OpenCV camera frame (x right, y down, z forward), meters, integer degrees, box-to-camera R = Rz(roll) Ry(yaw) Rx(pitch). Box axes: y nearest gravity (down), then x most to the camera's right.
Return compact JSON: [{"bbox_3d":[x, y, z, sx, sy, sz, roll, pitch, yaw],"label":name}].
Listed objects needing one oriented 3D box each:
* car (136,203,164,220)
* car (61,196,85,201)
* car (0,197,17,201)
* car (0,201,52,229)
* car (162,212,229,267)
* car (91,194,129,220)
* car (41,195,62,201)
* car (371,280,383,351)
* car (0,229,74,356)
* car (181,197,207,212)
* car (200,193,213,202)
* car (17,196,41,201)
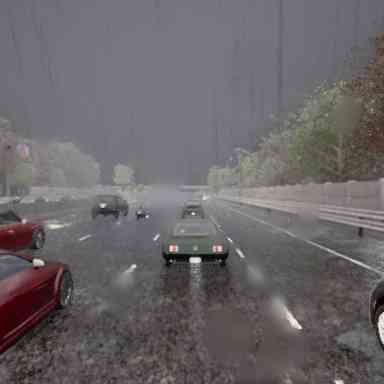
[{"bbox_3d":[-3.396,1.589,27.727,1.895,1.301,4.718,0,0,0],"label":"car"},{"bbox_3d":[-17.564,1.480,50.726,2.128,1.511,4.902,0,0,0],"label":"car"},{"bbox_3d":[-28.044,1.480,51.640,2.128,1.511,4.902,0,0,0],"label":"car"},{"bbox_3d":[-6.902,1.345,11.395,2.097,1.767,4.553,0,0,0],"label":"car"},{"bbox_3d":[0.101,1.593,11.398,1.895,1.301,4.718,0,0,0],"label":"car"},{"bbox_3d":[-6.899,1.210,28.417,2.150,2.045,5.566,0,0,0],"label":"car"},{"bbox_3d":[-21.049,1.342,51.907,2.097,1.767,4.553,0,0,0],"label":"car"},{"bbox_3d":[3.536,1.427,3.003,1.837,1.490,4.892,0,0,1],"label":"car"},{"bbox_3d":[-3.398,1.560,5.125,1.994,1.385,4.181,0,0,0],"label":"car"},{"bbox_3d":[0.101,1.493,29.214,1.837,1.490,4.892,0,0,0],"label":"car"},{"bbox_3d":[3.508,1.216,73.699,2.150,2.045,5.566,0,0,0],"label":"car"},{"bbox_3d":[-24.545,1.342,51.583,2.097,1.767,4.553,0,0,0],"label":"car"}]
